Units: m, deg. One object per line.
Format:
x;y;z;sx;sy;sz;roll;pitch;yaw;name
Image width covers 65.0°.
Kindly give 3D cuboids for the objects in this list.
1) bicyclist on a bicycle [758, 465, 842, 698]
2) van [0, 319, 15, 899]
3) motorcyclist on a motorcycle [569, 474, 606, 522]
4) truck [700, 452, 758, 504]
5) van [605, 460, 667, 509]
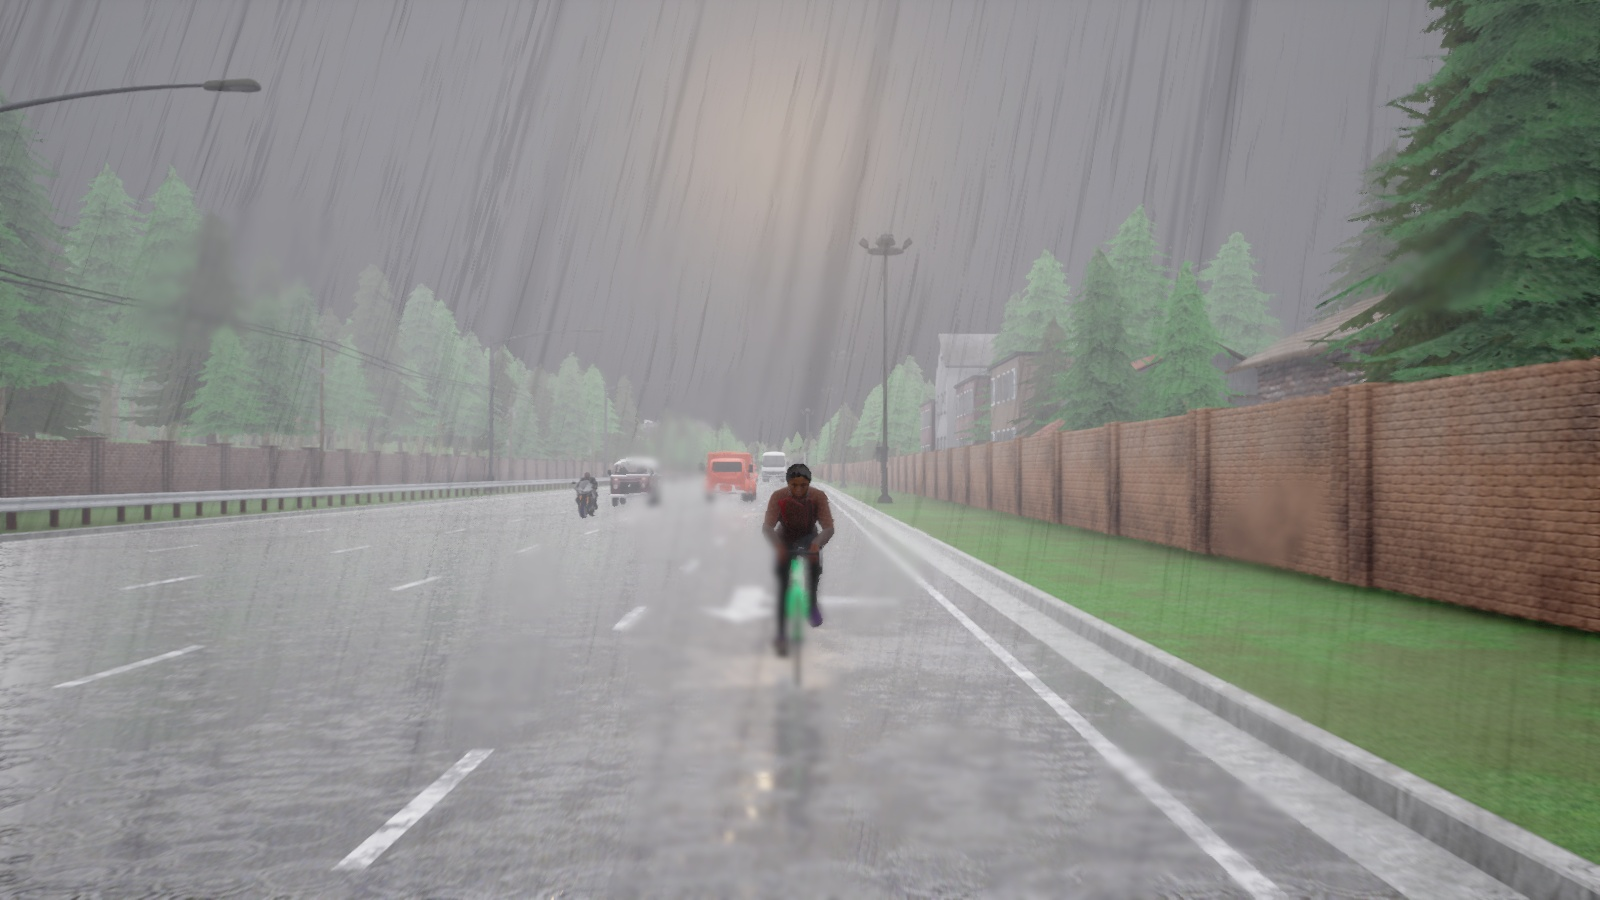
-0.003;0.928;9.595;0.582;1.620;1.656;0;-1;0;bicyclist on a bicycle
-3.502;0.580;1.696;2.069;2.038;4.480;0;-1;0;van
-7.006;1.572;41.529;0.866;1.530;2.191;0;-1;0;motorcyclist on a motorcycle
-3.511;1.400;63.239;2.627;2.467;5.204;0;-1;0;truck
-7.009;1.472;54.151;2.069;2.038;4.480;0;-1;0;van
